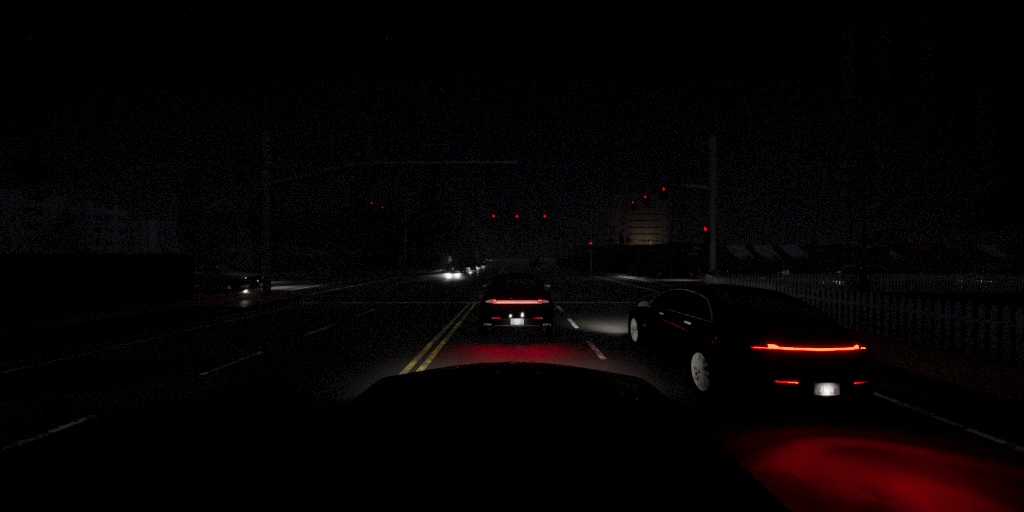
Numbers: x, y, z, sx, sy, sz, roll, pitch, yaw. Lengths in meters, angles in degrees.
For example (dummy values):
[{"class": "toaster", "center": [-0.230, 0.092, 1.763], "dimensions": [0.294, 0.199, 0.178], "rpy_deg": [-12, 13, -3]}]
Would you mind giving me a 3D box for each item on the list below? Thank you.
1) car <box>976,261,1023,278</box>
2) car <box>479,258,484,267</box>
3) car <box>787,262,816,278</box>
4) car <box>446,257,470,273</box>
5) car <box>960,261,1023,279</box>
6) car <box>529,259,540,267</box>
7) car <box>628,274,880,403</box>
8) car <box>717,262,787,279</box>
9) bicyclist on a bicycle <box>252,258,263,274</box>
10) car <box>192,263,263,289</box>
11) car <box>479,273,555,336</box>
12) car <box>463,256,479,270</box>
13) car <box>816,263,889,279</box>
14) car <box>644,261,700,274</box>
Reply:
[{"class": "car", "center": [47.834, 1.242, 34.029], "dimensions": [4.902, 1.511, 2.128], "rpy_deg": [0, 0, -1]}, {"class": "car", "center": [-6.655, 1.254, 64.479], "dimensions": [1.837, 1.490, 4.892], "rpy_deg": [0, 0, 1]}, {"class": "car", "center": [26.391, 1.297, 33.695], "dimensions": [5.357, 1.411, 2.033], "rpy_deg": [0, 0, -1]}, {"class": "car", "center": [-6.828, 1.242, 43.989], "dimensions": [2.128, 1.511, 4.902], "rpy_deg": [0, 0, 0]}, {"class": "car", "center": [41.117, 1.275, 30.447], "dimensions": [4.674, 1.442, 1.812], "rpy_deg": [0, 0, -1]}, {"class": "car", "center": [4.001, 1.275, 65.030], "dimensions": [1.812, 1.442, 4.674], "rpy_deg": [0, 0, 0]}, {"class": "car", "center": [3.589, 1.255, 6.467], "dimensions": [1.837, 1.490, 4.892], "rpy_deg": [0, 0, 1]}, {"class": "car", "center": [19.627, 1.241, 30.067], "dimensions": [4.902, 1.511, 2.128], "rpy_deg": [0, 0, -1]}, {"class": "bicyclist on a bicycle", "center": [-26.161, 1.050, 36.892], "dimensions": [0.582, 1.620, 1.656], "rpy_deg": [0, 0, -3]}, {"class": "car", "center": [-18.154, 1.276, 22.300], "dimensions": [4.674, 1.442, 1.812], "rpy_deg": [0, 0, 0]}, {"class": "car", "center": [0.134, 1.241, 10.372], "dimensions": [2.128, 1.511, 4.902], "rpy_deg": [0, 0, 0]}, {"class": "car", "center": [-6.757, 0.971, 54.340], "dimensions": [2.150, 2.045, 5.566], "rpy_deg": [0, 0, 1]}, {"class": "car", "center": [28.941, 1.276, 30.232], "dimensions": [4.674, 1.442, 1.812], "rpy_deg": [0, 0, -1]}, {"class": "car", "center": [14.933, 1.255, 33.545], "dimensions": [4.892, 1.490, 1.837], "rpy_deg": [0, 0, 1]}]
